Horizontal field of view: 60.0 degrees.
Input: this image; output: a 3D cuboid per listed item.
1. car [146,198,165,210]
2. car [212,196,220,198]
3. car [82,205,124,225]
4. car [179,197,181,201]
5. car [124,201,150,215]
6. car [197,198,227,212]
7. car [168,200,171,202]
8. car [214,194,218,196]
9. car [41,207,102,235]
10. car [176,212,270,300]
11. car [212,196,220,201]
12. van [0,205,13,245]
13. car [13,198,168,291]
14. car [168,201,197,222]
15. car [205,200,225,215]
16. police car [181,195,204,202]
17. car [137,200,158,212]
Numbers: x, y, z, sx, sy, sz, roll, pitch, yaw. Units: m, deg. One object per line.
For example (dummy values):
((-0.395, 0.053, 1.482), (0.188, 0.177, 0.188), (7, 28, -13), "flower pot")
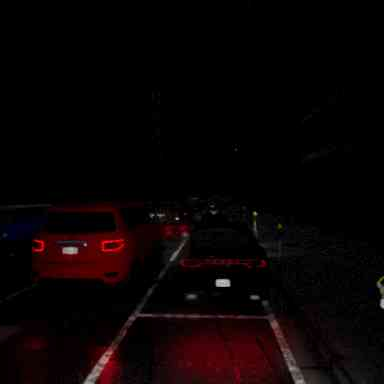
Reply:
((-5.199, 1.664, 47.854), (1.967, 1.590, 4.097), (-1, 0, 4), "car")
((3.305, 1.709, 47.229), (1.947, 1.339, 4.313), (-1, 0, 4), "car")
((-6.809, 1.737, 25.908), (1.802, 1.307, 4.206), (-1, 0, 4), "car")
((-2.444, 1.956, 84.854), (1.802, 1.307, 4.206), (-1, 0, 4), "car")
((-6.003, 1.755, 36.881), (1.947, 1.339, 4.313), (-1, 0, 4), "car")
((1.691, 1.515, 25.283), (1.967, 1.590, 4.097), (-1, 0, 4), "car")
((-3.216, 1.650, 39.428), (1.882, 1.535, 5.008), (-1, 0, 4), "car")
((6.055, 1.734, 84.217), (1.967, 1.590, 4.097), (-1, 0, 4), "car")
((-7.213, 1.704, 20.421), (1.947, 1.339, 4.313), (-1, 0, 4), "car")
((0.741, 1.500, 8.477), (1.882, 1.535, 5.008), (-1, 0, 4), "car")
((6.870, 1.898, 95.004), (2.008, 1.369, 4.403), (-1, 0, 4), "car")
((-7.619, 1.464, 14.935), (1.690, 1.788, 3.998), (-1, 0, 4), "van")
((-2.245, 1.275, 9.355), (2.150, 2.045, 5.566), (-1, 0, 4), "car")
((-0.941, 1.706, 27.026), (1.895, 1.301, 4.718), (-1, 0, 4), "car")
((2.498, 1.659, 36.256), (2.008, 1.369, 4.403), (-1, 0, 4), "car")
((0.113, 1.580, 42.763), (1.930, 1.638, 5.238), (-1, 0, 4), "police car")
((-5.600, 1.788, 42.367), (1.802, 1.307, 4.206), (-1, 0, 4), "car")
